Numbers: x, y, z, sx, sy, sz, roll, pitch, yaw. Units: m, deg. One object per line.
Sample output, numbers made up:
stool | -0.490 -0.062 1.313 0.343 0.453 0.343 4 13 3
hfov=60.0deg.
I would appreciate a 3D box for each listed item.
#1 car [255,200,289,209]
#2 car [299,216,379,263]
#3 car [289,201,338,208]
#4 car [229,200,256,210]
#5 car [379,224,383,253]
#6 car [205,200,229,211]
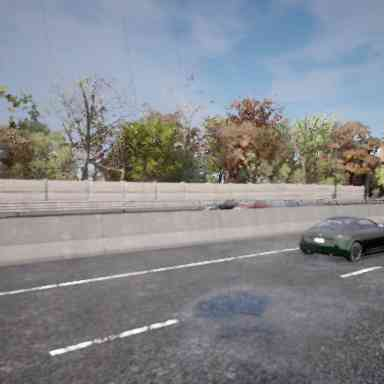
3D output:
car | 8.918 1.595 31.842 5.357 1.411 2.033 0 0 -35
car | 5.868 1.583 12.228 4.181 1.385 1.994 0 0 -35
car | 11.021 1.553 29.039 4.892 1.490 1.837 0 0 -35
car | 6.404 1.572 34.345 4.674 1.442 1.812 0 0 -35
car | 7.749 1.241 9.271 5.566 2.045 2.150 0 0 -35
car | 3.576 1.570 36.615 4.674 1.442 1.812 0 0 -36
